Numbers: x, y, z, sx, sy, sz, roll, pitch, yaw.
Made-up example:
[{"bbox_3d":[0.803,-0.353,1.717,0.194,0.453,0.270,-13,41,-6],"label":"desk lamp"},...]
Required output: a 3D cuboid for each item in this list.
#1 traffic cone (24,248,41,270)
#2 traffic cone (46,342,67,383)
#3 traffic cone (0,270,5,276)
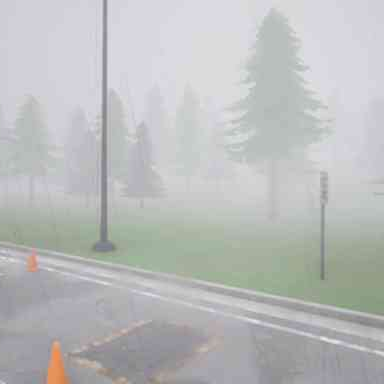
[{"bbox_3d":[-4.587,1.912,9.574,0.340,0.580,0.340,0,0,36],"label":"traffic cone"},{"bbox_3d":[-1.480,1.941,3.628,0.340,0.580,0.340,0,0,36],"label":"traffic cone"},{"bbox_3d":[-5.172,1.910,8.763,0.340,0.580,0.340,0,0,36],"label":"traffic cone"}]
